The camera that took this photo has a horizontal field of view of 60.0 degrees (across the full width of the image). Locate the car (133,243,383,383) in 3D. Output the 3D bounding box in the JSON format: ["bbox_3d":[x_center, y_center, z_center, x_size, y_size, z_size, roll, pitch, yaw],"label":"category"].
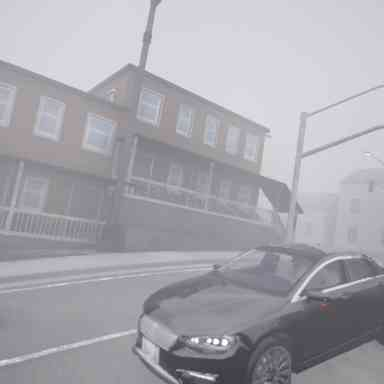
[{"bbox_3d":[1.540,1.592,5.099,4.902,1.511,2.128,3,-2,-36],"label":"car"}]
